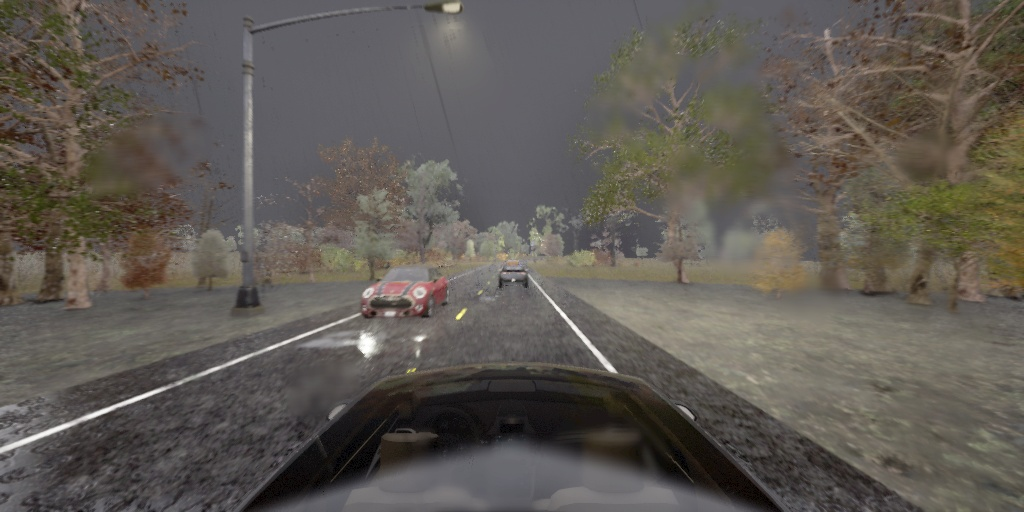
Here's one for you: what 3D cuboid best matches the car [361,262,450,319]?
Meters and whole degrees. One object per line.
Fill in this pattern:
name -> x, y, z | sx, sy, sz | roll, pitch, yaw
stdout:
car -> -3.594, 1.114, 12.829 | 2.097, 1.767, 4.553 | 0, 0, 0

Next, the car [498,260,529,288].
car -> 0.096, 1.266, 24.304 | 2.128, 1.511, 4.902 | 0, 0, 0
